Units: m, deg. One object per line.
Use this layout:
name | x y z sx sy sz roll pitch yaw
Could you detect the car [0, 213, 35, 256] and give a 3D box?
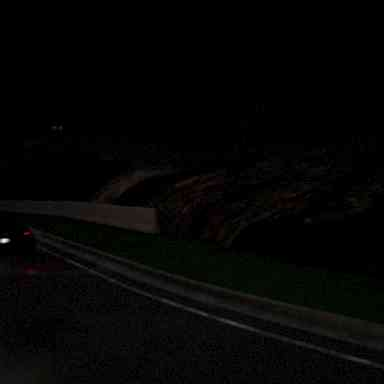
car | -7.023 1.435 11.678 1.994 1.385 4.181 0 1 -40
